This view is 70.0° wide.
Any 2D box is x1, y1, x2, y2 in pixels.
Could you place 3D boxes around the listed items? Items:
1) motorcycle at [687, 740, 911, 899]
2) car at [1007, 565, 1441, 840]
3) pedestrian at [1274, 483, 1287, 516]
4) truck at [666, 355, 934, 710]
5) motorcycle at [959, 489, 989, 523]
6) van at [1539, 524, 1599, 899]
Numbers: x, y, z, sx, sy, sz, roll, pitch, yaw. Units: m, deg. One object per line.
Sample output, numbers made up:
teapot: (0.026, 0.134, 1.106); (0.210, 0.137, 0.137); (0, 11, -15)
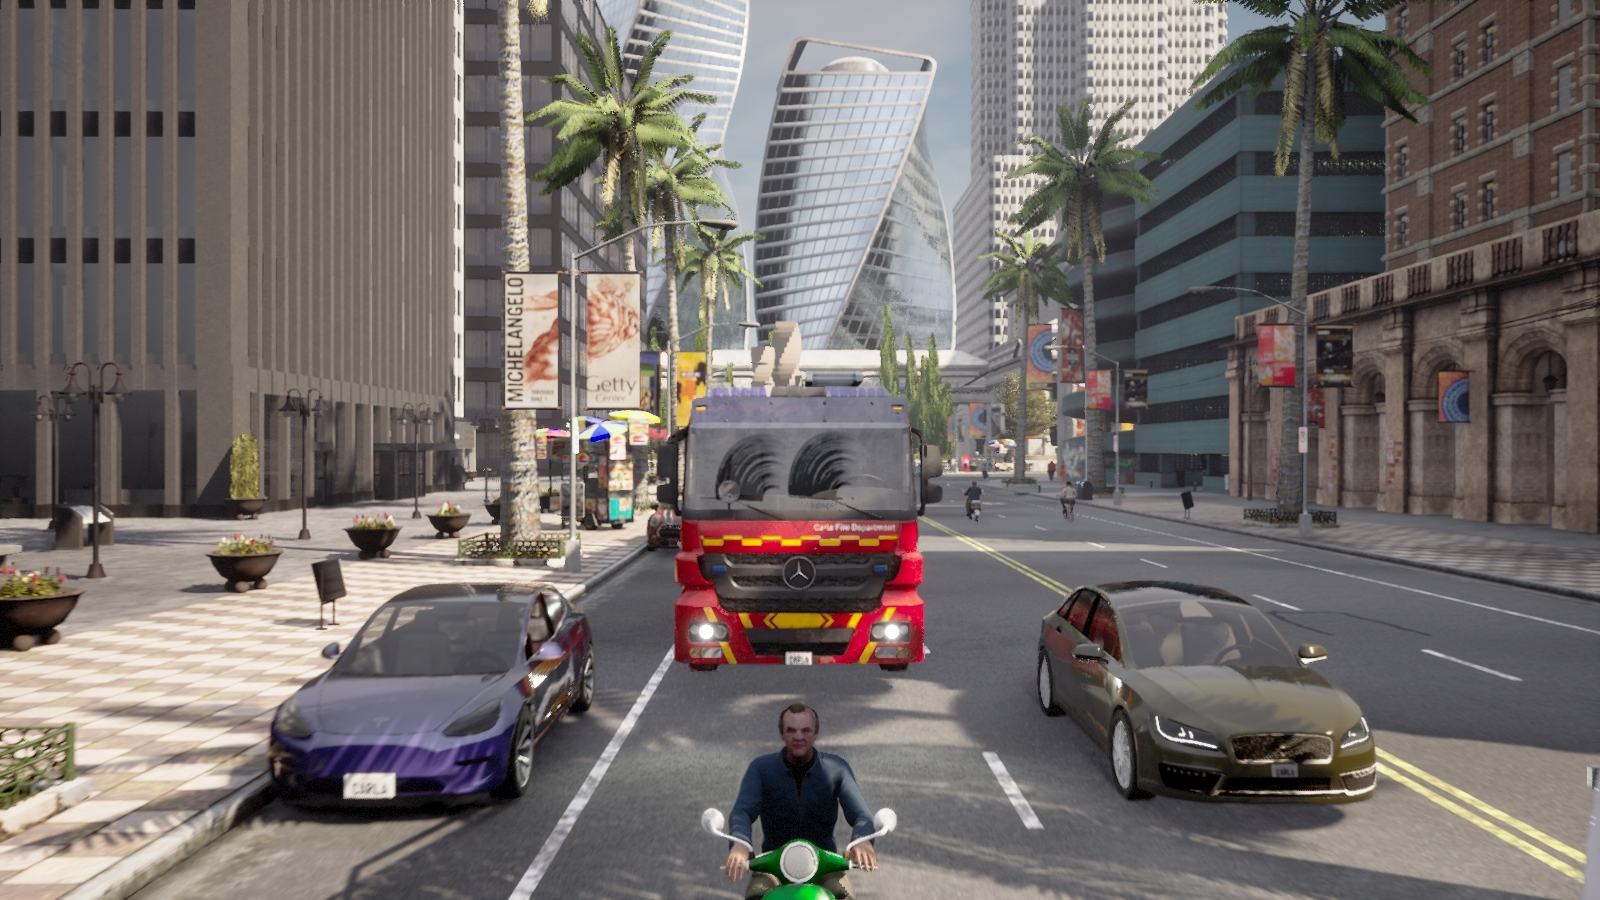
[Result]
motorcycle: (-0.004, 2.181, 5.256); (0.856, 1.236, 1.805); (0, 0, 0)
car: (3.495, 2.060, 10.660); (2.231, 1.480, 4.892); (0, 0, 0)
pedestrian: (19.248, 1.973, 45.773); (0.375, 1.300, 0.375); (0, 0, -4)
truck: (0.000, 0.890, 16.547); (2.891, 3.827, 8.468); (0, 0, 0)
motorcycle: (6.813, 2.178, 44.804); (0.856, 1.236, 1.805); (0, 0, 0)
van: (3.504, 1.534, 0.921); (1.988, 2.561, 5.915); (0, 0, 0)
